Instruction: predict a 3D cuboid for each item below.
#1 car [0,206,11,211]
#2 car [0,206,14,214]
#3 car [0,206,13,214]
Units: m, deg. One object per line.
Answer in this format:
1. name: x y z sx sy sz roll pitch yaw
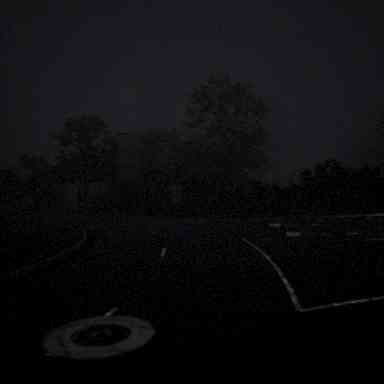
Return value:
1. car: -38.742 3.607 67.310 4.892 1.521 2.231 -3 -3 -31
2. car: -40.163 3.801 69.662 5.008 1.535 2.097 -3 -3 -31
3. car: -41.574 3.995 72.019 4.892 1.521 2.231 -3 -3 -31
